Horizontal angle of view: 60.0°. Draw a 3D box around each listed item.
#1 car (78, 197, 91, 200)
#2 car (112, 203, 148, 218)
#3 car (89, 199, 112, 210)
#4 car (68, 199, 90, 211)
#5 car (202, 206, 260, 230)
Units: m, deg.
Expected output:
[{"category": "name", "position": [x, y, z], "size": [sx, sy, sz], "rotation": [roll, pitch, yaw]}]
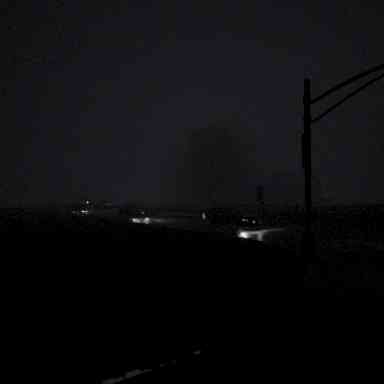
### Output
[{"category": "car", "position": [-20.415, 2.027, 62.263], "size": [2.150, 2.045, 5.566], "rotation": [-1, 0, -36]}, {"category": "car", "position": [-6.566, 1.965, 36.641], "size": [2.128, 1.511, 4.902], "rotation": [-1, 0, -36]}, {"category": "car", "position": [-14.357, 2.152, 53.826], "size": [2.128, 1.511, 4.902], "rotation": [-1, 0, -35]}, {"category": "car", "position": [-18.465, 2.323, 53.383], "size": [1.994, 1.385, 4.181], "rotation": [-1, 0, -35]}, {"category": "car", "position": [2.679, 1.761, 23.721], "size": [1.837, 1.490, 4.892], "rotation": [-1, 0, -35]}]
